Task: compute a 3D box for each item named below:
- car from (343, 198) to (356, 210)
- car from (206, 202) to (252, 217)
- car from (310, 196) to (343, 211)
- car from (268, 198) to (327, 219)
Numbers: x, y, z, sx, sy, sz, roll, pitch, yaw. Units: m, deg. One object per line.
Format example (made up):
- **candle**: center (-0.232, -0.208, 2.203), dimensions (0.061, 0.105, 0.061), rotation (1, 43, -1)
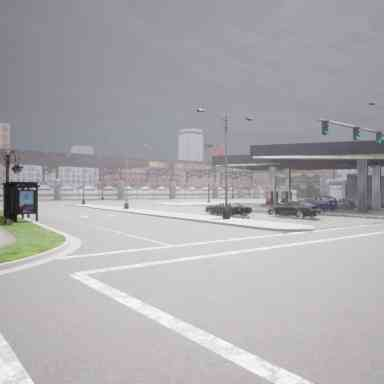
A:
- **car**: center (18.587, 1.470, 42.242), dimensions (1.970, 1.475, 3.806), rotation (0, 0, -35)
- **car**: center (3.309, 1.608, 31.188), dimensions (1.895, 1.301, 4.718), rotation (0, 0, -35)
- **car**: center (14.314, 1.307, 38.327), dimensions (2.242, 1.667, 4.611), rotation (0, 0, -35)
- **car**: center (8.917, 1.514, 29.271), dimensions (1.837, 1.490, 4.892), rotation (0, 0, -35)
